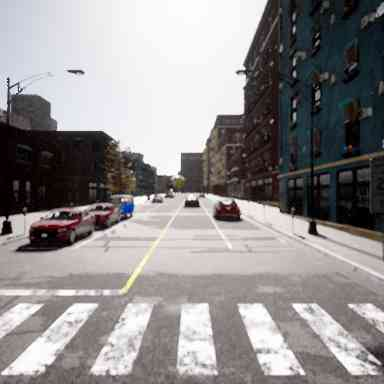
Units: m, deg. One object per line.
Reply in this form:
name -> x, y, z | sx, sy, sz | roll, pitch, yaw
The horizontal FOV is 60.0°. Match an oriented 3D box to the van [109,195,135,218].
van -> -5.669, 1.141, 26.568 | 1.690, 1.788, 3.998 | 1, 0, 0

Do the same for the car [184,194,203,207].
car -> 0.006, 1.240, 43.286 | 1.994, 1.385, 4.181 | 0, 0, 0

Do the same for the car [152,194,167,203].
car -> -5.670, 1.171, 55.002 | 1.802, 1.307, 4.206 | 1, 0, 0

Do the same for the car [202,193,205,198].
car -> 2.715, 0.863, 89.351 | 1.752, 1.417, 4.829 | 1, 0, 0

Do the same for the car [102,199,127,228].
car -> -5.674, 1.387, 20.882 | 1.887, 1.381, 4.507 | 1, 0, 0

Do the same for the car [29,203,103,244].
car -> -5.751, 1.430, 15.201 | 1.887, 1.381, 4.507 | 1, 0, 0

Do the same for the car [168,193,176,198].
car -> -5.665, 0.865, 94.809 | 1.947, 1.339, 4.313 | 1, 0, 0

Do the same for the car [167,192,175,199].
car -> -5.664, 0.821, 83.433 | 1.967, 1.590, 4.097 | 1, 0, 0

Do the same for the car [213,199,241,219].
car -> 2.709, 1.240, 26.628 | 1.967, 1.590, 4.097 | 1, 0, 0
